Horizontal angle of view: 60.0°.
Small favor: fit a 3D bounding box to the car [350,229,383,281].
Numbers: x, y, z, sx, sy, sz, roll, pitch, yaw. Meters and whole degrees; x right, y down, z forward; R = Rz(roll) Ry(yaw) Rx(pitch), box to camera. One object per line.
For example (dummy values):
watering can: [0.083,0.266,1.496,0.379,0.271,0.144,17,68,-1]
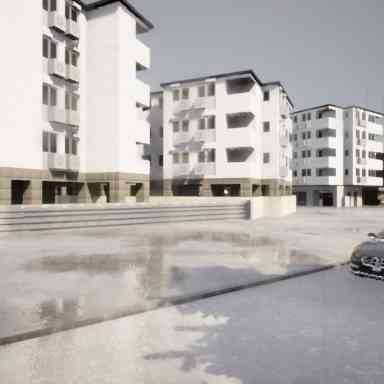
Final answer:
car: [6.201,1.504,8.982,4.892,1.490,1.837,0,0,-35]
